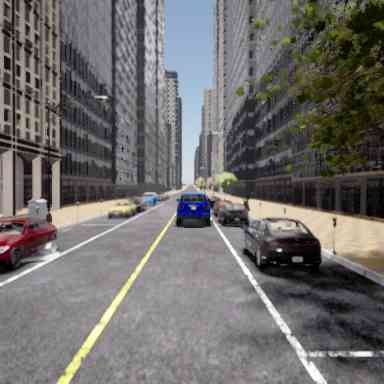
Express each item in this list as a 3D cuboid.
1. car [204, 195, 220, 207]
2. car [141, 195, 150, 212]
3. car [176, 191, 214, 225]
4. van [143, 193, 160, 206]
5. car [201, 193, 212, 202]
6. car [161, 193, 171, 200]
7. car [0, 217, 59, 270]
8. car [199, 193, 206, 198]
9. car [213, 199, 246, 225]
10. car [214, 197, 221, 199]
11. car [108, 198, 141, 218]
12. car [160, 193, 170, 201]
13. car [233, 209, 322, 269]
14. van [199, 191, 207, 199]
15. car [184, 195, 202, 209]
[{"bbox_3d":[2.679,1.175,44.828,1.887,1.381,4.507,0,1,0],"label":"car"},{"bbox_3d":[-5.699,1.294,33.432,1.947,1.339,4.313,0,0,0],"label":"car"},{"bbox_3d":[0.094,1.041,22.663,2.150,2.045,5.566,0,0,0],"label":"car"},{"bbox_3d":[-5.702,0.971,44.825,1.690,1.788,3.998,0,0,0],"label":"van"},{"bbox_3d":[2.676,1.000,62.088,1.752,1.417,4.829,0,1,0],"label":"car"},{"bbox_3d":[-5.707,0.918,73.312,2.008,1.369,4.403,0,1,0],"label":"car"},{"bbox_3d":[-5.695,1.498,10.646,1.802,1.307,4.206,0,0,0],"label":"car"},{"bbox_3d":[2.672,0.835,84.708,1.802,1.307,4.206,0,1,0],"label":"car"},{"bbox_3d":[2.683,1.375,22.040,2.008,1.369,4.403,0,0,0],"label":"car"},{"bbox_3d":[2.682,1.359,27.737,1.802,1.307,4.206,0,0,0],"label":"car"},{"bbox_3d":[-5.699,1.304,27.566,1.752,1.417,4.829,0,0,0],"label":"car"},{"bbox_3d":[-5.705,1.027,61.918,2.008,1.369,4.403,0,1,0],"label":"car"},{"bbox_3d":[2.685,1.467,10.646,2.008,1.369,4.403,0,0,0],"label":"car"},{"bbox_3d":[2.673,0.652,79.008,1.690,1.788,3.998,0,1,0],"label":"van"},{"bbox_3d":[0.093,1.154,41.133,2.128,1.511,4.902,0,1,0],"label":"car"}]
